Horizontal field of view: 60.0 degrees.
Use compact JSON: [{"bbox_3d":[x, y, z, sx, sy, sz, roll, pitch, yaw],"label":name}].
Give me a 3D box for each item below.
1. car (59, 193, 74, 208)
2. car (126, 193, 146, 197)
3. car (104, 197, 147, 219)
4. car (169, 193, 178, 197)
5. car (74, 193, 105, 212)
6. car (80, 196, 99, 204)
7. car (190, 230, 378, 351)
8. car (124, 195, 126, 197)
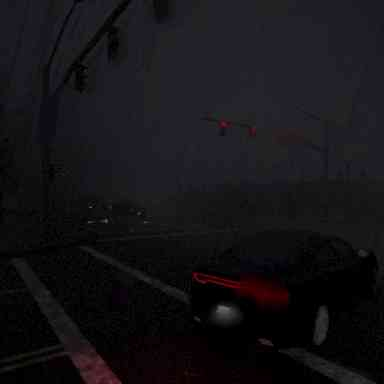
[{"bbox_3d":[-17.075,1.143,46.555,2.150,2.045,5.566,0,0,-33],"label":"car"},{"bbox_3d":[-12.887,1.065,79.460,3.866,1.878,1.905,0,0,-34],"label":"car"},{"bbox_3d":[-5.533,1.456,28.628,2.128,1.511,4.902,0,0,-33],"label":"car"},{"bbox_3d":[-1.795,1.105,63.272,3.866,1.878,1.905,0,0,-34],"label":"car"},{"bbox_3d":[-11.262,1.165,37.509,2.150,2.045,5.566,0,0,-33],"label":"car"},{"bbox_3d":[-19.532,1.450,63.408,2.033,1.411,5.357,0,0,-33],"label":"car"},{"bbox_3d":[2.089,1.477,6.421,1.882,1.535,5.008,1,1,42],"label":"car"},{"bbox_3d":[-14.474,1.056,81.881,4.605,1.855,1.932,0,0,-34],"label":"car"}]
